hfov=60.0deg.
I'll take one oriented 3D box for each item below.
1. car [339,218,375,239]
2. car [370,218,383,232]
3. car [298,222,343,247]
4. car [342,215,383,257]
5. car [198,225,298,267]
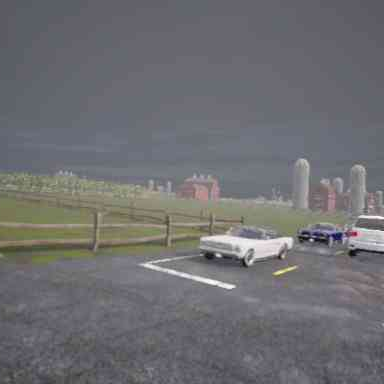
[{"bbox_3d":[14.674,3.151,29.441,1.837,1.490,4.892,3,-1,38],"label":"car"},{"bbox_3d":[23.588,4.012,40.951,2.128,1.511,4.902,3,-2,38],"label":"car"},{"bbox_3d":[8.340,2.626,21.192,1.895,1.301,4.718,3,-1,38],"label":"car"},{"bbox_3d":[9.536,2.240,16.678,2.150,2.045,5.566,3,-1,38],"label":"car"},{"bbox_3d":[2.291,2.033,13.334,1.895,1.301,4.718,3,-1,38],"label":"car"}]
